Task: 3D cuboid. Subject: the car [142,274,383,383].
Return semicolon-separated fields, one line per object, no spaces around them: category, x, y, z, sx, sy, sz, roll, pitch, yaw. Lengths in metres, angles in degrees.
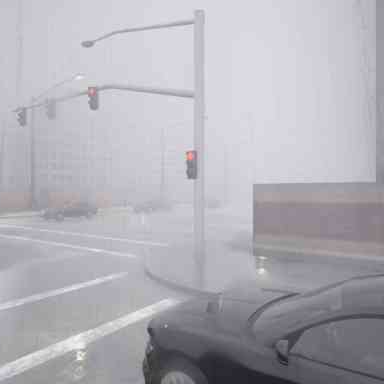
car;1.759;1.478;2.751;5.008;1.535;1.882;0;0;37

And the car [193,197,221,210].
car;2.025;1.478;44.009;1.882;1.535;5.008;0;0;36

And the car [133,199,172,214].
car;-4.146;1.505;35.555;1.837;1.490;4.892;0;0;36

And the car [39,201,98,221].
car;-10.075;1.491;27.417;2.128;1.511;4.902;0;0;34
